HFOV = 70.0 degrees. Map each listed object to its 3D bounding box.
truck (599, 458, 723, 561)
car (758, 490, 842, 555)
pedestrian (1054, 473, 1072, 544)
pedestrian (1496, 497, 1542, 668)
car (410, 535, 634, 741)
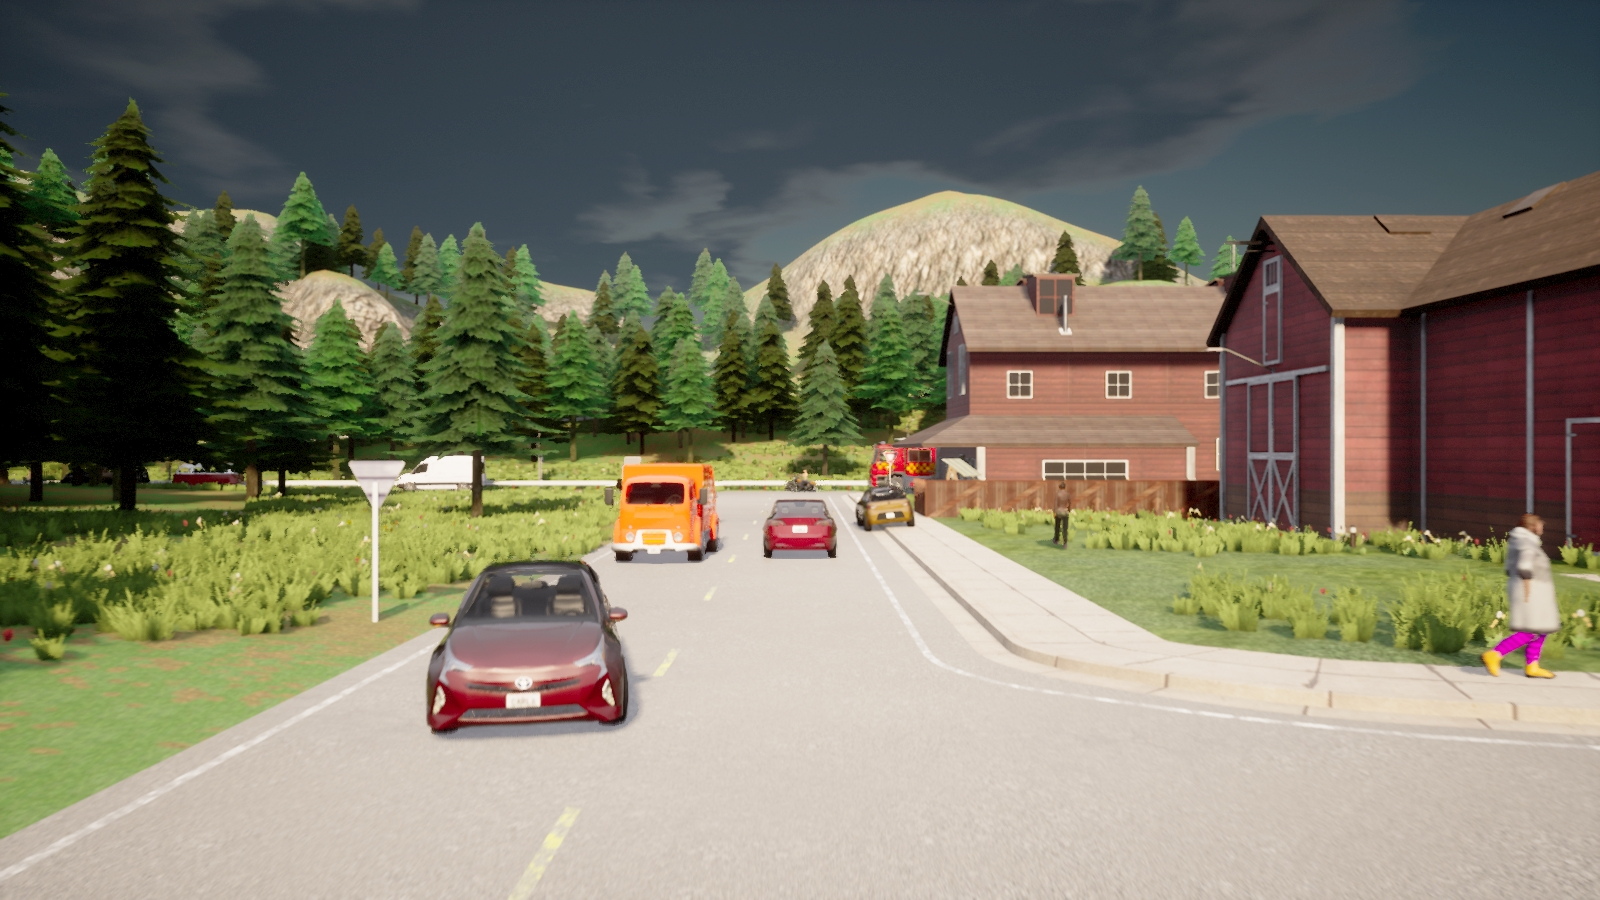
[{"bbox_3d":[-3.499,1.442,29.954,2.627,2.467,5.204,0,0,0],"label":"truck"},{"bbox_3d":[0.001,1.932,31.515,2.163,1.488,4.792,0,0,0],"label":"car"},{"bbox_3d":[6.971,1.548,30.319,0.375,1.860,0.375,0,0,-2],"label":"pedestrian"},{"bbox_3d":[8.053,1.461,12.799,0.375,1.860,0.375,0,0,22],"label":"pedestrian"},{"bbox_3d":[-2.974,1.886,12.807,2.007,1.525,4.514,0,0,-11],"label":"car"}]
